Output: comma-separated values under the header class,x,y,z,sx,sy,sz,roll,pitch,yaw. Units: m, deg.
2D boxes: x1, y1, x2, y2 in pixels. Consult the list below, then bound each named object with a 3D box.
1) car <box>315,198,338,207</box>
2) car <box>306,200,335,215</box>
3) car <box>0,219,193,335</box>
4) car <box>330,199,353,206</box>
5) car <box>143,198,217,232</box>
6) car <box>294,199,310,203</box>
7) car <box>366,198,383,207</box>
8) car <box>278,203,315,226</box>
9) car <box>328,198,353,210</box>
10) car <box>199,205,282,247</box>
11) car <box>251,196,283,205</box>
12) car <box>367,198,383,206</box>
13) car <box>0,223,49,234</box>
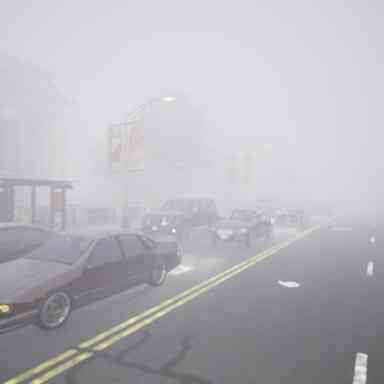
class,x,y,z,sx,sy,sz,roll,pitch,yaw
car,25.470,1.968,62.945,4.674,1.452,2.002,0,-1,-41
car,14.344,1.865,37.115,1.895,1.301,4.718,0,0,29
car,-2.220,1.601,7.401,2.033,1.411,5.357,0,0,29
car,29.940,2.068,66.530,4.718,1.301,1.895,0,0,-31
car,-0.416,1.350,17.855,2.150,2.045,5.566,0,-1,29
car,15.034,1.675,45.211,2.097,1.767,4.553,0,-1,31
car,34.107,2.030,61.306,4.718,1.301,1.895,0,0,-34
car,7.890,1.783,25.578,1.895,1.301,4.718,0,0,29
car,22.645,1.960,50.505,1.895,1.301,4.718,0,-1,39
car,2.518,1.605,15.918,2.128,1.511,4.902,0,0,29
car,6.982,1.445,31.148,2.150,2.045,5.566,0,-1,29
car,37.711,2.020,67.486,4.181,1.385,1.994,0,0,-28
car,-5.382,1.591,8.918,1.812,1.442,4.674,0,0,29
